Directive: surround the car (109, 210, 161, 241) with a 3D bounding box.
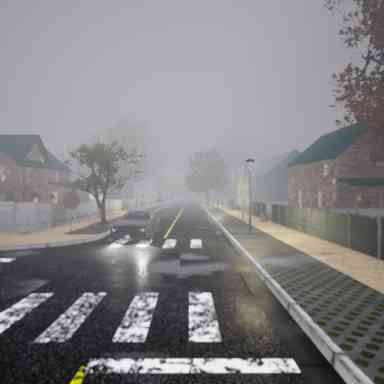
[{"bbox_3d":[-2.810,1.652,17.628,2.033,1.411,5.357,0,0,2],"label":"car"}]
